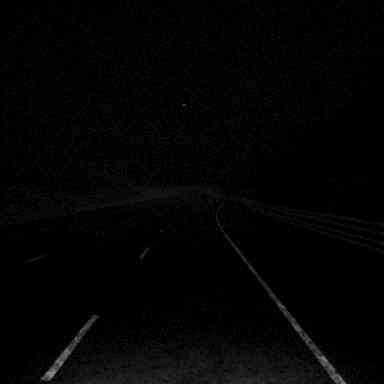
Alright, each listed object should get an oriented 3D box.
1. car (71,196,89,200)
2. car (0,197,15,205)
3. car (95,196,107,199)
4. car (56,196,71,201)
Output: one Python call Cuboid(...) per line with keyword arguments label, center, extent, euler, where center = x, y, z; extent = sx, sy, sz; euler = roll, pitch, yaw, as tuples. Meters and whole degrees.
Cuboid(label="car", center=(-21.010, 1.543, 64.016), extent=(1.994, 1.385, 4.181), euler=(0, 0, 0))
Cuboid(label="car", center=(-27.369, 1.481, 47.768), extent=(2.128, 1.511, 4.902), euler=(0, 0, -3))
Cuboid(label="car", center=(-17.512, 1.468, 64.092), extent=(1.882, 1.535, 5.008), euler=(0, 0, 0))
Cuboid(label="car", center=(-24.508, 1.540, 63.939), extent=(1.994, 1.385, 4.181), euler=(0, 0, 0))
